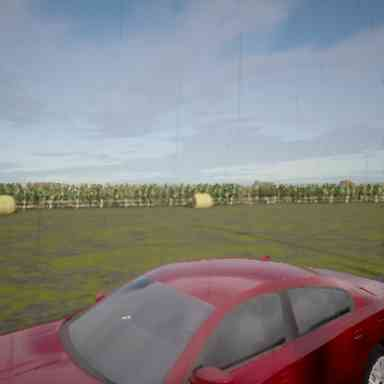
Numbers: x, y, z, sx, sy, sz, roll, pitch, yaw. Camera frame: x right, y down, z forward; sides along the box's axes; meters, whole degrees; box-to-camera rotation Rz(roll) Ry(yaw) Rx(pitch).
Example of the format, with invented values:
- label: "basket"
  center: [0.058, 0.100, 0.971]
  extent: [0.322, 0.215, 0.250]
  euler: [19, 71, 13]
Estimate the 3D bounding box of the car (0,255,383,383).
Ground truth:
- label: "car"
  center: [0.133, 1.458, 3.159]
  extent: [5.008, 1.535, 1.882]
  euler: [0, 0, -35]
